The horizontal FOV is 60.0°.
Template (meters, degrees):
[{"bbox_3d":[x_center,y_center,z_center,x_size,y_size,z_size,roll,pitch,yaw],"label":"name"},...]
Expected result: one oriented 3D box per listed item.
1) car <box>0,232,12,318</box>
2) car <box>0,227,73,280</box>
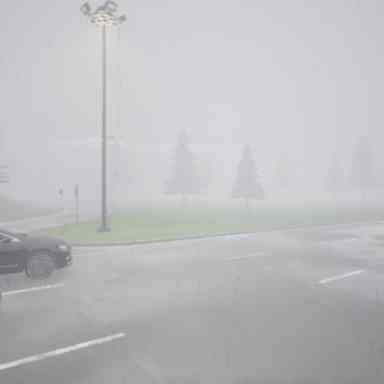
[{"bbox_3d":[-5.276,1.493,4.284,4.902,1.511,2.128,0,0,-35],"label":"car"},{"bbox_3d":[-5.590,1.493,8.358,4.902,1.511,2.128,0,0,-35],"label":"car"}]
